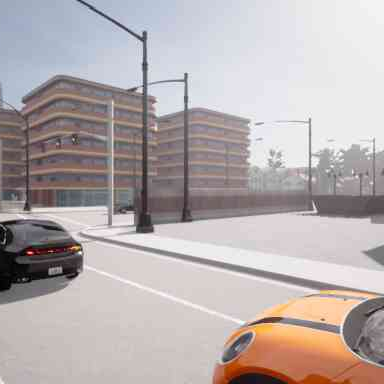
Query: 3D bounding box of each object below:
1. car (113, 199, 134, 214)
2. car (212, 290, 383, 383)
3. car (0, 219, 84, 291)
[{"bbox_3d":[-6.353,1.491,34.956,4.902,1.511,2.128,0,0,-44],"label":"car"},{"bbox_3d":[2.331,1.352,2.292,4.553,1.767,2.097,0,0,40],"label":"car"},{"bbox_3d":[-4.696,1.505,9.148,1.837,1.490,4.892,0,0,-43],"label":"car"}]
